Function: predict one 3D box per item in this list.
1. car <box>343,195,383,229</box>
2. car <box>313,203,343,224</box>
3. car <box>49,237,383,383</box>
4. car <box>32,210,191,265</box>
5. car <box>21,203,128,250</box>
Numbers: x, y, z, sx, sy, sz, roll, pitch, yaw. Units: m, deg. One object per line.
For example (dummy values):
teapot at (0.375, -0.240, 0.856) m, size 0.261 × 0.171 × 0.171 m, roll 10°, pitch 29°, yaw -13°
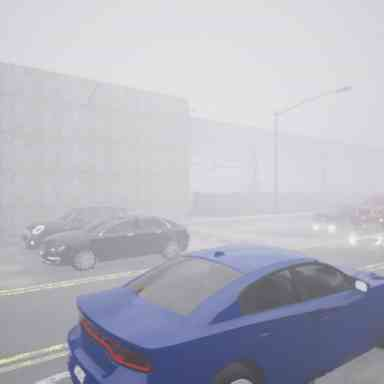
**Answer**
car at (12.474, 1.210, 21.471) m, size 5.566 × 2.045 × 2.150 m, roll 0°, pitch 0°, yaw -35°
car at (11.382, 1.535, 24.991) m, size 5.357 × 1.411 × 2.033 m, roll 0°, pitch 0°, yaw -35°
car at (0.997, 1.476, 4.455) m, size 5.008 × 1.535 × 1.882 m, roll 0°, pitch 0°, yaw -35°
car at (-2.332, 1.502, 10.924) m, size 4.892 × 1.490 × 1.837 m, roll 0°, pitch 0°, yaw -35°
car at (-4.460, 1.350, 13.702) m, size 4.553 × 1.767 × 2.097 m, roll 0°, pitch 0°, yaw -35°
